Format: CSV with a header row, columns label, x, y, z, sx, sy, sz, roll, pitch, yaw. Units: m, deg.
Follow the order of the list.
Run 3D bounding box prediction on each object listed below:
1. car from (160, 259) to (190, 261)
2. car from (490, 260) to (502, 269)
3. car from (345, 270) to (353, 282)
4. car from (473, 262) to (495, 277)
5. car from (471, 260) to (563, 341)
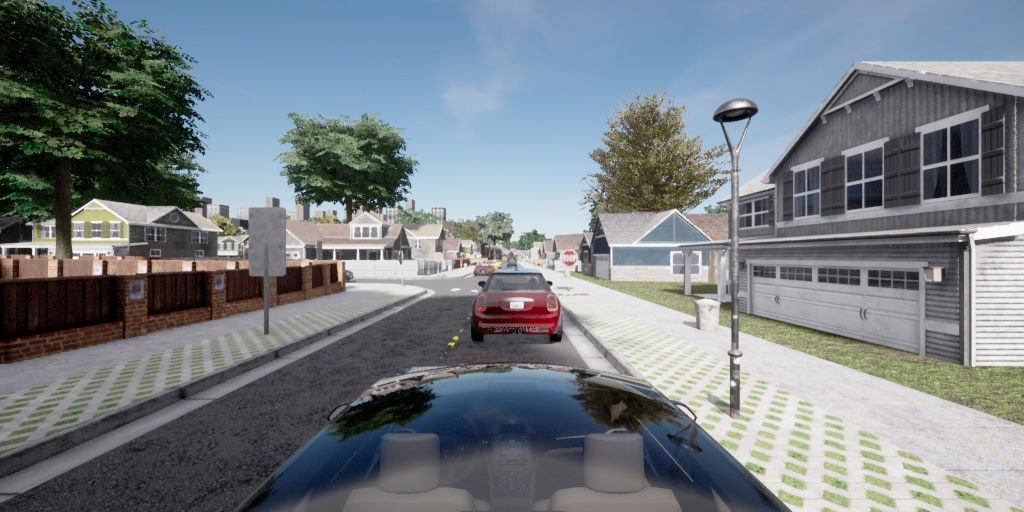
label,x,y,z,sx,sy,sz,roll,pitch,yaw
car,-23.594,1.003,25.104,4.902,1.511,2.128,1,0,0
car,-2.798,1.401,62.316,1.812,1.442,4.674,0,0,0
car,-13.554,1.155,25.060,4.674,1.442,1.812,1,0,2
car,-2.853,1.374,37.143,1.994,1.385,4.181,0,0,-1
car,0.103,1.108,10.017,2.097,1.767,4.553,0,0,0
